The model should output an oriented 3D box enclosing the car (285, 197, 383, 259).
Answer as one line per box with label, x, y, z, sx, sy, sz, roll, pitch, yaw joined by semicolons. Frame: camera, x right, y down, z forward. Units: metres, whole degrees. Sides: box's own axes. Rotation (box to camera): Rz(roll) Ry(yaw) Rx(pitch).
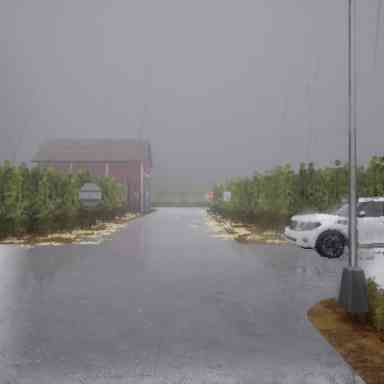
car;6.271;1.201;11.928;5.566;2.045;2.150;1;-1;-1
